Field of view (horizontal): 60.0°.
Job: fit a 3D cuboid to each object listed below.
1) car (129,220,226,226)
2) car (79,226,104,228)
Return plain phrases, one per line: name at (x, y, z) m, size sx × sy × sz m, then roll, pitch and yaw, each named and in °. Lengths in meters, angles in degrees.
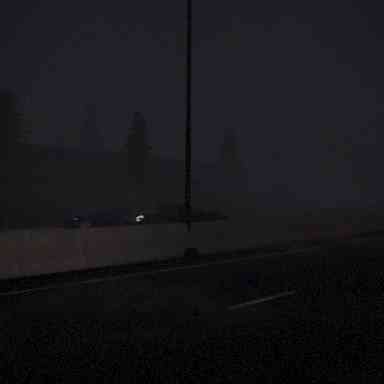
car at (-0.327, 1.591, 16.722) m, size 4.902 × 1.511 × 2.128 m, roll 1°, pitch 0°, yaw -36°
car at (-5.653, 1.563, 21.495) m, size 5.008 × 1.535 × 1.882 m, roll 1°, pitch 0°, yaw -36°
